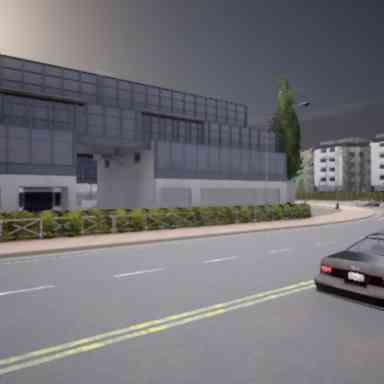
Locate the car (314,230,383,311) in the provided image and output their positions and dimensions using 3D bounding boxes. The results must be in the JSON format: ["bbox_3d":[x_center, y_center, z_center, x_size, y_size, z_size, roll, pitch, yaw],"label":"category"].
[{"bbox_3d":[4.947,1.537,7.315,5.357,1.411,2.033,0,0,-35],"label":"car"}]

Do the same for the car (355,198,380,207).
[{"bbox_3d":[25.573,1.534,48.551,1.895,1.301,4.718,0,0,5],"label":"car"}]
